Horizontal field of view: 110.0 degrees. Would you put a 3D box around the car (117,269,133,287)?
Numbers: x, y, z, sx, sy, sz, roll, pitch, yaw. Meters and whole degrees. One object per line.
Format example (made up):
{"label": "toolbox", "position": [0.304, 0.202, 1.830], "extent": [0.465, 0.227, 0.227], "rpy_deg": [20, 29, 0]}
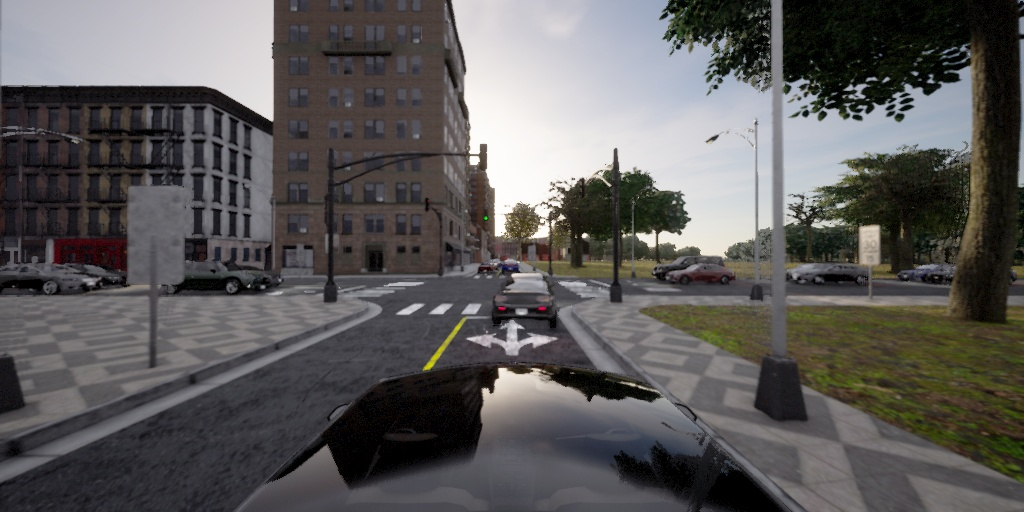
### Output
{"label": "car", "position": [-25.776, 1.218, 21.856], "extent": [4.892, 1.490, 1.837], "rpy_deg": [0, -1, 0]}

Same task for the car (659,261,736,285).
{"label": "car", "position": [13.283, 1.288, 25.359], "extent": [4.674, 1.442, 1.812], "rpy_deg": [0, -1, -3]}

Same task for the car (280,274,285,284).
{"label": "car", "position": [-16.521, 1.235, 21.877], "extent": [4.674, 1.442, 1.812], "rpy_deg": [0, -1, -1]}

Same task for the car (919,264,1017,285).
{"label": "car", "position": [32.486, 1.290, 25.398], "extent": [4.892, 1.490, 1.837], "rpy_deg": [0, -1, 0]}

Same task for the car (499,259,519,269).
{"label": "car", "position": [-0.199, 1.221, 42.213], "extent": [1.882, 1.535, 5.008], "rpy_deg": [0, 0, 0]}

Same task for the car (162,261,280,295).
{"label": "car", "position": [-15.150, 1.032, 18.625], "extent": [4.553, 1.767, 2.097], "rpy_deg": [0, -1, 0]}

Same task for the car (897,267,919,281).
{"label": "car", "position": [33.748, 1.343, 28.650], "extent": [4.674, 1.442, 1.812], "rpy_deg": [0, -1, 0]}

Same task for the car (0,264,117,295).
{"label": "car", "position": [-24.287, 1.174, 18.608], "extent": [4.902, 1.511, 2.128], "rpy_deg": [0, -1, 0]}

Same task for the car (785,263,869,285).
{"label": "car", "position": [22.480, 1.263, 25.389], "extent": [4.902, 1.511, 2.128], "rpy_deg": [0, -1, 0]}

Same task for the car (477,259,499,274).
{"label": "car", "position": [-2.916, 1.344, 41.511], "extent": [1.895, 1.301, 4.718], "rpy_deg": [0, 0, 1]}

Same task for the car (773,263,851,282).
{"label": "car", "position": [23.879, 1.329, 28.640], "extent": [4.674, 1.442, 1.812], "rpy_deg": [0, -1, 0]}

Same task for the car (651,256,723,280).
{"label": "car", "position": [14.111, 1.014, 28.629], "extent": [5.566, 2.045, 2.150], "rpy_deg": [0, -1, 0]}

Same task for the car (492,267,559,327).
{"label": "car", "position": [0.512, 1.261, 11.464], "extent": [1.812, 1.442, 4.674], "rpy_deg": [0, 0, 7]}
